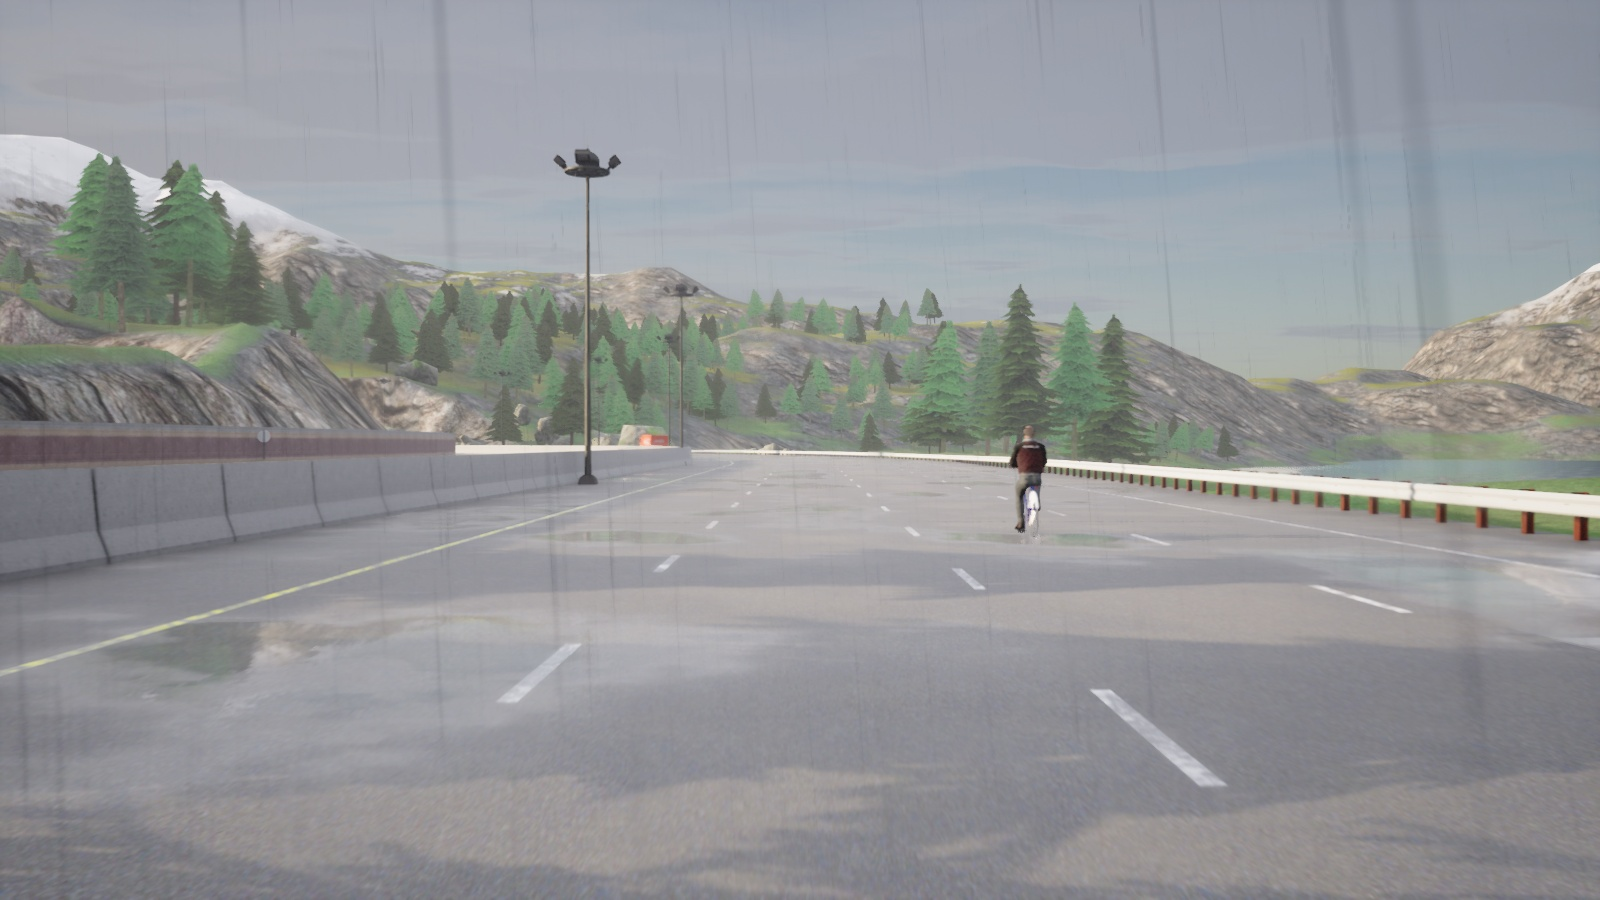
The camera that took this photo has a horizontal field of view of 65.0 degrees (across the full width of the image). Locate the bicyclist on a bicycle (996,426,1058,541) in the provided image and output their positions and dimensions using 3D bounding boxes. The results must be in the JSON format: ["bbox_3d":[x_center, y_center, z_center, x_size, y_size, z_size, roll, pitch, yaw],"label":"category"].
[{"bbox_3d":[3.632,0.506,20.209,0.659,1.776,1.843,0,1,0],"label":"bicyclist on a bicycle"}]
